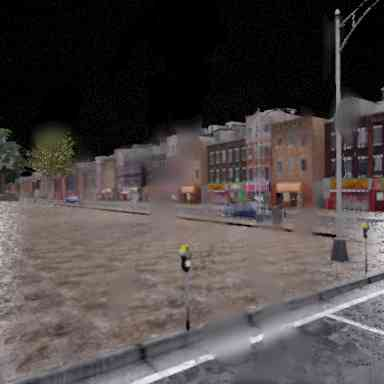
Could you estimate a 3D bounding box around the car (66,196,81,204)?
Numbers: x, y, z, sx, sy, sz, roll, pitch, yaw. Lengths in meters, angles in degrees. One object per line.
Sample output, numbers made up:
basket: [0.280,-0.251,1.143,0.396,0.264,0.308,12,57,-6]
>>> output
car: [-23.483,1.576,65.772,1.882,1.535,5.008,-1,0,-35]

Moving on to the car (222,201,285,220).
car: [4.652,1.427,26.040,2.033,1.411,5.357,-1,1,-35]
